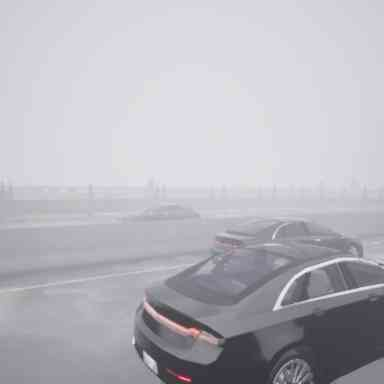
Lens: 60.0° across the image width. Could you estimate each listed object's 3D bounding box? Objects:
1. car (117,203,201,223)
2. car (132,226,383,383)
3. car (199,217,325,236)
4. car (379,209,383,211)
[{"bbox_3d":[-1.807,1.416,19.085,4.892,1.490,1.837,0,0,-30],"label":"car"},{"bbox_3d":[1.625,1.473,4.623,4.902,1.511,2.128,0,0,-33],"label":"car"},{"bbox_3d":[2.819,1.469,9.438,4.892,1.490,1.837,0,0,-31],"label":"car"},{"bbox_3d":[14.797,1.457,23.045,4.674,1.442,1.812,0,0,-21],"label":"car"}]
